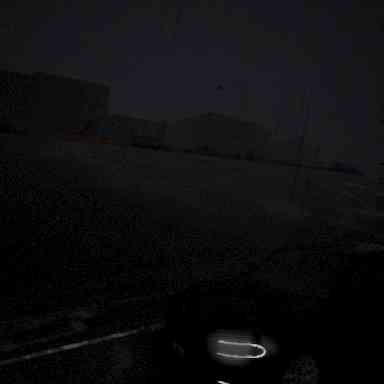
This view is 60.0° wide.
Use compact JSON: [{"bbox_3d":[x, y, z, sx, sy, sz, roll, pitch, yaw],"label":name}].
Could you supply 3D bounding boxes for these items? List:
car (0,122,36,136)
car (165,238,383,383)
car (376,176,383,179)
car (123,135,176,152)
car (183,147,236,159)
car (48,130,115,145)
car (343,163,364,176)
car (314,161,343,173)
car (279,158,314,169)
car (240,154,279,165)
[{"bbox_3d":[-13.303,-4.090,22.933,4.674,1.452,2.002,3,-1,-26],"label":"car"},{"bbox_3d":[2.016,1.500,4.943,5.008,1.535,1.882,1,0,-30],"label":"car"},{"bbox_3d":[28.821,-1.632,49.676,4.674,1.452,2.002,4,-2,-37],"label":"car"},{"bbox_3d":[-3.540,-3.757,28.147,4.553,1.767,2.185,3,-1,-29],"label":"car"},{"bbox_3d":[1.406,-3.344,31.011,4.792,1.488,2.163,3,-1,-30],"label":"car"},{"bbox_3d":[-8.385,-3.880,25.492,5.008,1.535,2.097,3,-1,-27],"label":"car"},{"bbox_3d":[19.997,-2.566,43.089,5.566,2.045,2.435,4,-2,-35],"label":"car"},{"bbox_3d":[15.387,-2.733,39.893,4.553,1.767,2.185,3,-2,-34],"label":"car"},{"bbox_3d":[10.698,-2.880,36.768,4.892,1.521,2.231,3,-1,-32],"label":"car"},{"bbox_3d":[6.124,-3.086,33.865,4.674,1.452,2.002,3,-1,-31],"label":"car"}]
